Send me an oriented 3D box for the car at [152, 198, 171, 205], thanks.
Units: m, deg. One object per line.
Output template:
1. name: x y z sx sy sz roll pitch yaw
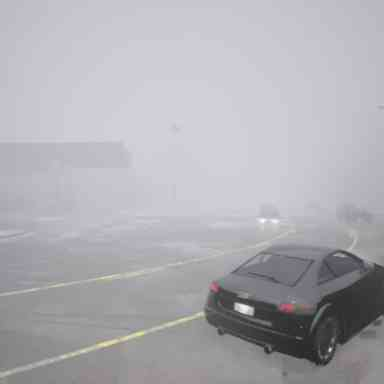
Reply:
1. car: -7.300 2.206 79.816 4.553 1.767 2.097 0 -1 12

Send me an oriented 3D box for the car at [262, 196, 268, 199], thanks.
1. car: 18.499 2.521 83.508 1.882 1.535 5.008 0 -1 12

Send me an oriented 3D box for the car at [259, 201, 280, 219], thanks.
1. car: 8.023 1.998 34.565 1.994 1.385 4.181 0 -1 12

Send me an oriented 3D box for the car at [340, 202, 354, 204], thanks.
1. car: 21.431 2.120 46.216 1.882 1.535 5.008 0 0 12

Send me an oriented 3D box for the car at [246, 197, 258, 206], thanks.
1. car: 13.936 2.504 78.858 2.033 1.411 5.357 0 -1 12

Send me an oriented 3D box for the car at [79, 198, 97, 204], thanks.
1. car: -26.216 2.308 83.749 4.674 1.442 1.812 0 -1 12

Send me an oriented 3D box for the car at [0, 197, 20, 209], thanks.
1. car: -30.398 1.877 53.515 3.806 1.475 1.970 0 -1 12

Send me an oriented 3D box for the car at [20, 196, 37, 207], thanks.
1. car: -29.974 1.783 59.296 4.611 1.667 2.242 0 -1 12

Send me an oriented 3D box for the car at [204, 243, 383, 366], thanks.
1. car: 2.169 1.646 6.092 4.181 1.385 1.994 1 -1 -44

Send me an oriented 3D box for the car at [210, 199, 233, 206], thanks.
1. car: 6.480 2.337 73.381 5.008 1.535 1.882 0 -1 12

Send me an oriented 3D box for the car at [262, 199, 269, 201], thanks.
1. car: 12.489 2.259 55.472 1.994 1.385 4.181 0 -1 12

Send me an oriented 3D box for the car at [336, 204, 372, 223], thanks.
1. car: 14.353 2.017 29.670 1.895 1.301 4.718 0 -1 12

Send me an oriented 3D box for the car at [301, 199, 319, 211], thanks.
1. car: 19.635 2.232 54.626 1.837 1.490 4.892 0 0 12
